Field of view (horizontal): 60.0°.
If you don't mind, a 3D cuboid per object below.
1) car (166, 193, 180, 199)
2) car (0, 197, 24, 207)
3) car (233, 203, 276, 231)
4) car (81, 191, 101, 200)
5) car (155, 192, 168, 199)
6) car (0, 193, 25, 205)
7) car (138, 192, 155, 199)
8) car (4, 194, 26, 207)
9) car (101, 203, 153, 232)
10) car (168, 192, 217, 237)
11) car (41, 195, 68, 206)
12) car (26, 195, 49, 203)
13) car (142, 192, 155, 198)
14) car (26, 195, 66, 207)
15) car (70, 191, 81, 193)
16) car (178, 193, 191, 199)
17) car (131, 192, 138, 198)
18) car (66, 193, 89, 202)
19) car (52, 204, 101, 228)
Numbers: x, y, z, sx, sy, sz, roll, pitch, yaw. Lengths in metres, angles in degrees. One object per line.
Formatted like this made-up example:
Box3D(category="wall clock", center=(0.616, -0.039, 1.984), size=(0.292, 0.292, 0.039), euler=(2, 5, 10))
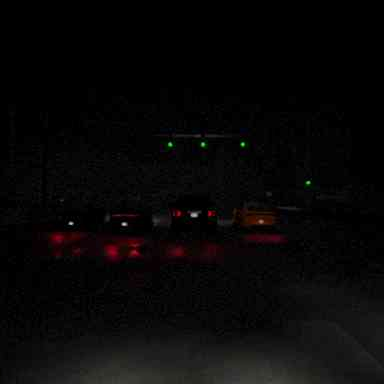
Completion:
Box3D(category="car", center=(-5.016, 1.078, 85.594), size=(2.033, 1.411, 5.357), euler=(0, 0, -22))
Box3D(category="car", center=(-17.581, 1.405, 30.320), size=(1.994, 1.385, 4.181), euler=(0, 0, 0))
Box3D(category="car", center=(3.602, 1.371, 19.789), size=(1.882, 1.535, 5.008), euler=(0, 0, 0))
Box3D(category="car", center=(-17.543, 1.042, 58.822), size=(2.097, 1.767, 4.553), euler=(0, 0, 0))
Box3D(category="car", center=(-8.225, 1.026, 84.193), size=(1.882, 1.535, 5.008), euler=(0, 0, -22))
Box3D(category="car", center=(-27.997, 1.085, 51.300), size=(2.097, 1.767, 4.553), euler=(0, 0, 0))
Box3D(category="car", center=(-11.404, 1.033, 82.695), size=(1.882, 1.535, 5.008), euler=(0, 0, -22))
Box3D(category="car", center=(-20.997, 1.260, 41.619), size=(1.882, 1.535, 5.008), euler=(0, 0, 0))
Box3D(category="car", center=(-3.399, 1.390, 19.155), size=(2.128, 1.511, 4.902), euler=(0, 0, 0))
Box3D(category="car", center=(0.102, 1.128, 17.628), size=(2.150, 2.045, 5.566), euler=(0, 0, 0))
Box3D(category="car", center=(-20.996, 1.224, 50.917), size=(2.128, 1.511, 4.902), euler=(0, 0, 0))
Box3D(category="car", center=(-28.164, 1.230, 60.766), size=(2.033, 1.411, 5.357), euler=(0, 0, -3))
Box3D(category="car", center=(-12.213, 0.811, 93.704), size=(1.882, 1.535, 5.008), euler=(0, 0, -30))
Box3D(category="car", center=(-17.519, 1.141, 40.176), size=(2.097, 1.767, 4.553), euler=(0, 0, 0))
Box3D(category="car", center=(-21.138, 0.903, 60.588), size=(2.150, 2.045, 5.566), euler=(0, 0, -3))
Box3D(category="car", center=(-1.973, 1.053, 87.462), size=(1.812, 1.442, 4.674), euler=(0, 0, -22))
Box3D(category="car", center=(-15.361, 0.844, 92.175), size=(1.837, 1.490, 4.892), euler=(0, 0, -30))
Box3D(category="car", center=(-17.497, 1.287, 49.425), size=(2.033, 1.411, 5.357), euler=(0, 0, 0))
Box3D(category="car", center=(-6.898, 1.489, 21.173), size=(1.895, 1.301, 4.718), euler=(0, 0, 0))
